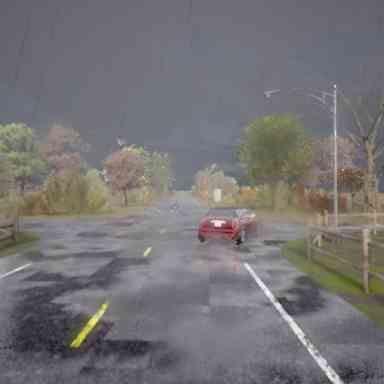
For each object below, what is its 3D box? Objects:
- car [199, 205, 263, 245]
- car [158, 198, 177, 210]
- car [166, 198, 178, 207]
[{"bbox_3d":[2.079,1.503,16.878,2.097,1.767,4.553,0,0,25],"label":"car"},{"bbox_3d":[-3.802,1.763,49.497,2.097,1.767,4.553,0,0,0],"label":"car"},{"bbox_3d":[-3.913,2.026,65.462,2.128,1.511,4.902,0,0,0],"label":"car"}]
